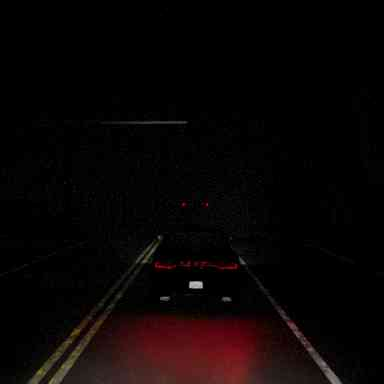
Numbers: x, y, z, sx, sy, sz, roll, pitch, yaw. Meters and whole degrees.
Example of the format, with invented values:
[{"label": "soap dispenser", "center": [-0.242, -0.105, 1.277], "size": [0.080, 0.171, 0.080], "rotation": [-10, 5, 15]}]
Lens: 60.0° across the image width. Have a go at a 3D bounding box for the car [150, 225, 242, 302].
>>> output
[{"label": "car", "center": [0.080, 1.594, 8.598], "size": [1.882, 1.535, 5.008], "rotation": [1, -1, 0]}]
